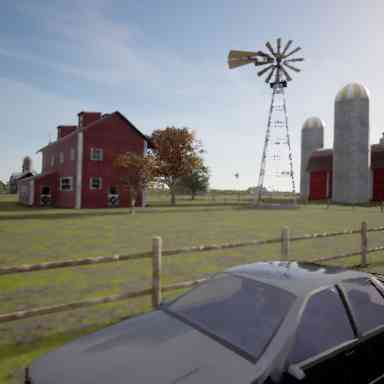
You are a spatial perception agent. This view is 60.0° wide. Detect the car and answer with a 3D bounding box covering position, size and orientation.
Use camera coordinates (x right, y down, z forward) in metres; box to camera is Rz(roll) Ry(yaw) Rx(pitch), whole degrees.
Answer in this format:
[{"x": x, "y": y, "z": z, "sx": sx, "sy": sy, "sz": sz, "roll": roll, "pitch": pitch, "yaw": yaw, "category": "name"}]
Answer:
[{"x": 1.045, "y": 1.581, "z": 3.811, "sx": 5.357, "sy": 1.411, "sz": 2.033, "roll": 1, "pitch": 0, "yaw": -35, "category": "car"}]
